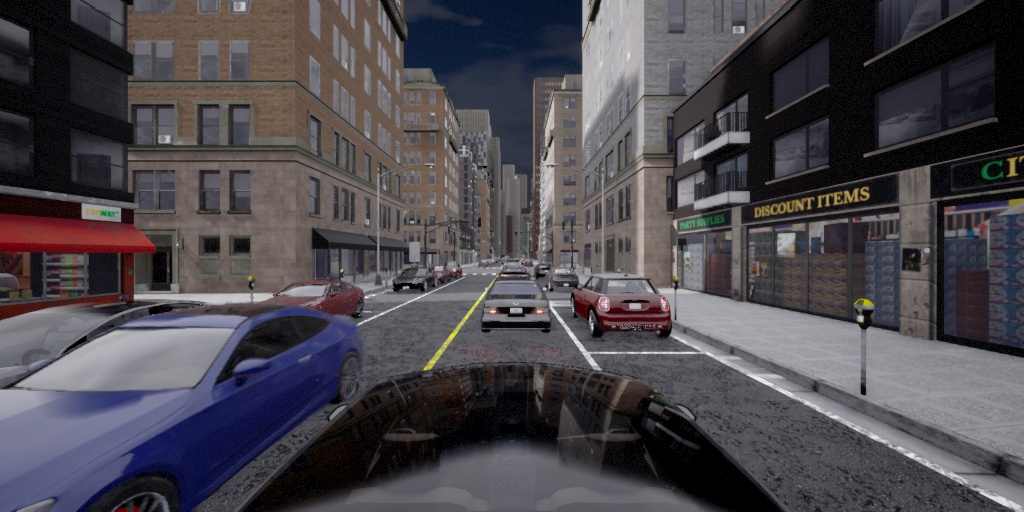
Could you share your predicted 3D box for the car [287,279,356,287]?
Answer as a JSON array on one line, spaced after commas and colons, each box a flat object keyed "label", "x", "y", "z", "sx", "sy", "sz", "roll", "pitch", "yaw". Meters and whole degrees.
[{"label": "car", "x": -5.656, "y": 1.332, "z": 10.288, "sx": 1.802, "sy": 1.307, "sz": 4.207, "roll": 0, "pitch": 0, "yaw": 0}]

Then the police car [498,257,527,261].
[{"label": "police car", "x": 0.051, "y": 1.178, "z": 31.286, "sx": 1.930, "sy": 1.638, "sz": 5.238, "roll": 0, "pitch": 0, "yaw": 0}]

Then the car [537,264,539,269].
[{"label": "car", "x": 2.911, "y": 1.319, "z": 32.277, "sx": 1.948, "sy": 1.339, "sz": 4.313, "roll": 0, "pitch": 0, "yaw": 0}]

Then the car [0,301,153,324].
[{"label": "car", "x": -5.666, "y": 1.315, "z": 4.787, "sx": 1.948, "sy": 1.339, "sz": 4.313, "roll": 0, "pitch": 0, "yaw": 0}]

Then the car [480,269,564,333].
[{"label": "car", "x": 0.111, "y": 1.297, "z": 10.743, "sx": 2.033, "sy": 1.411, "sz": 5.357, "roll": 0, "pitch": 0, "yaw": 0}]

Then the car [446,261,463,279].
[{"label": "car", "x": -5.615, "y": 1.193, "z": 32.293, "sx": 1.967, "sy": 1.591, "sz": 4.097, "roll": 0, "pitch": 0, "yaw": 0}]

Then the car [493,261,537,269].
[{"label": "car", "x": 0.132, "y": 1.242, "z": 21.266, "sx": 2.128, "sy": 1.511, "sz": 4.902, "roll": 0, "pitch": 0, "yaw": 0}]

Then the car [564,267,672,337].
[{"label": "car", "x": 2.870, "y": 1.190, "z": 10.272, "sx": 1.967, "sy": 1.591, "sz": 4.097, "roll": 0, "pitch": 0, "yaw": 0}]

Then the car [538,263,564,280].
[{"label": "car", "x": 2.890, "y": 1.301, "z": 21.275, "sx": 2.007, "sy": 1.370, "sz": 4.403, "roll": 0, "pitch": 0, "yaw": 0}]

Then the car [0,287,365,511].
[{"label": "car", "x": -3.100, "y": 1.275, "z": 3.595, "sx": 1.812, "sy": 1.442, "sz": 4.674, "roll": 0, "pitch": 0, "yaw": 0}]

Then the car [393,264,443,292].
[{"label": "car", "x": -5.635, "y": 1.316, "z": 21.291, "sx": 1.948, "sy": 1.339, "sz": 4.313, "roll": 0, "pitch": 0, "yaw": 0}]

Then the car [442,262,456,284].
[{"label": "car", "x": -5.625, "y": 1.334, "z": 26.792, "sx": 1.802, "sy": 1.307, "sz": 4.207, "roll": 0, "pitch": 0, "yaw": 0}]
